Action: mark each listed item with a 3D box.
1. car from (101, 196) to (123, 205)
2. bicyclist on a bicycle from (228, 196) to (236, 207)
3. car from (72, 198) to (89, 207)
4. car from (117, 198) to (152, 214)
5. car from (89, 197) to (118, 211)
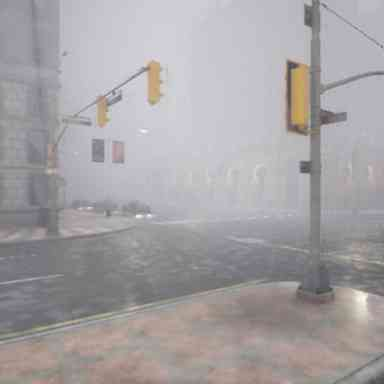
[{"bbox_3d":[-14.413,1.561,59.624,2.128,1.511,4.902,0,0,-35],"label":"car"},{"bbox_3d":[5.980,1.403,49.600,1.656,1.620,0.582,0,0,-36],"label":"bicyclist on a bicycle"},{"bbox_3d":[-16.797,1.611,50.709,1.994,1.385,4.181,0,0,-35],"label":"car"},{"bbox_3d":[-5.959,1.612,35.427,1.994,1.385,4.181,0,0,-36],"label":"car"},{"bbox_3d":[-11.088,1.648,42.589,1.895,1.301,4.718,0,0,-35],"label":"car"}]
